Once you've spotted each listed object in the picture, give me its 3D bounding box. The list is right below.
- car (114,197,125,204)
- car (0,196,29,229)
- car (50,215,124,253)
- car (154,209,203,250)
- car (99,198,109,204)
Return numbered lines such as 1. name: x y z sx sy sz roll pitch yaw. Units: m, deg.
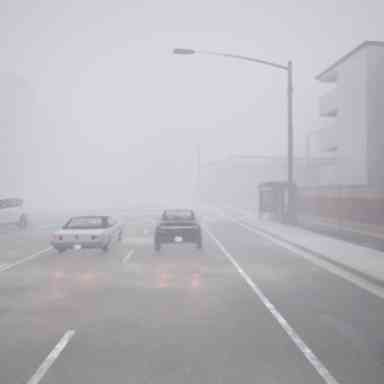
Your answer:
1. car: -17.127 1.989 78.370 2.097 1.767 4.553 0 -1 -6
2. car: -11.428 1.270 19.071 2.150 2.045 5.566 0 0 -3
3. car: -4.060 1.611 13.748 1.895 1.301 4.718 0 0 -2
4. car: -0.580 1.482 14.284 2.128 1.511 4.902 0 0 -2
5. car: -20.603 2.178 77.970 2.128 1.511 4.902 0 -1 -6
